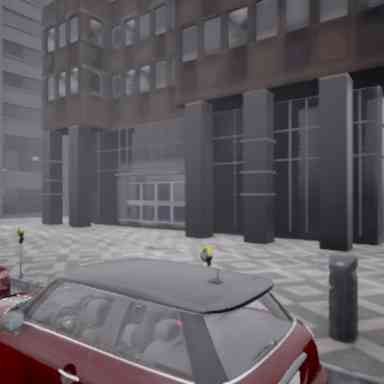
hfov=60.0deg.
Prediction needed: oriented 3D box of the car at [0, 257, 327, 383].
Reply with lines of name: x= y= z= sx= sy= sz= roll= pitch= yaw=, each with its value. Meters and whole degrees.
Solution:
car: x=-0.840 y=1.456 z=3.558 sx=4.097 sy=1.590 sz=1.967 roll=0 pitch=0 yaw=36
